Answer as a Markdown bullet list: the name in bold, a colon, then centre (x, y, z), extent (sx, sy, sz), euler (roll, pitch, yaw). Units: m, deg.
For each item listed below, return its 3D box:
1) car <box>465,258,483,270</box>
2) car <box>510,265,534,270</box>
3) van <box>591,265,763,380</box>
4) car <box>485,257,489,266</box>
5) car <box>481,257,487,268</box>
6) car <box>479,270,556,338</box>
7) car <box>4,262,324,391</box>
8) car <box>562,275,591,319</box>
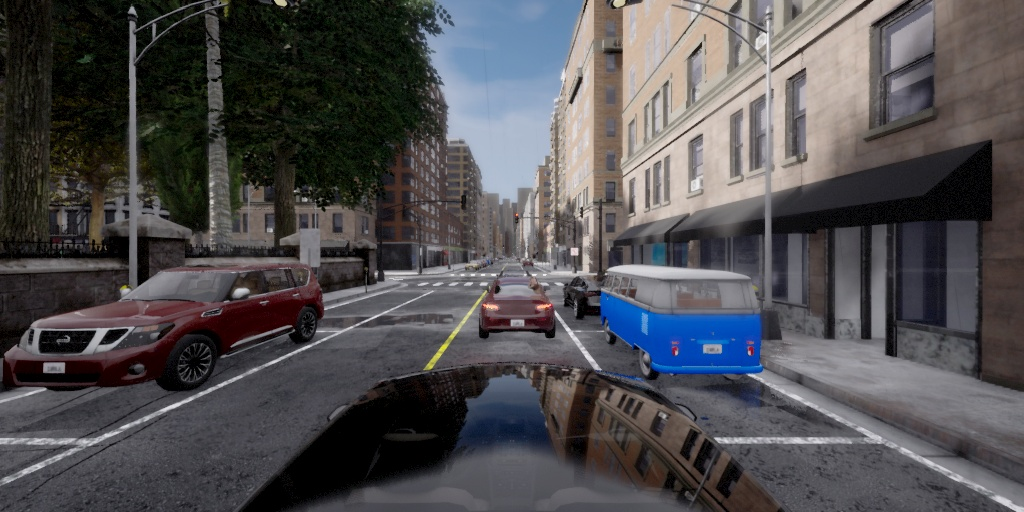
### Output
- **car**: centre (-5.552, 1.248, 50.467), extent (1.751, 1.417, 4.829), euler (0, 0, 0)
- **car**: centre (0.116, 1.345, 18.831), extent (1.895, 1.301, 4.718), euler (0, 0, -1)
- **van**: centre (2.869, 1.090, 6.968), extent (1.690, 1.789, 3.998), euler (0, 0, 0)
- **car**: centre (-5.525, 1.265, 61.538), extent (1.888, 1.381, 4.507), euler (0, 0, 0)
- **car**: centre (-5.538, 1.272, 56.087), extent (2.007, 1.370, 4.403), euler (0, 0, 0)
- **car**: centre (0.125, 1.274, 10.009), extent (1.812, 1.442, 4.674), euler (0, 0, 0)
- **car**: centre (-5.656, 1.064, 6.948), extent (2.192, 1.841, 5.009), euler (0, 0, 0)
- **car**: centre (2.883, 1.313, 12.628), extent (1.948, 1.339, 4.313), euler (0, 0, 0)
